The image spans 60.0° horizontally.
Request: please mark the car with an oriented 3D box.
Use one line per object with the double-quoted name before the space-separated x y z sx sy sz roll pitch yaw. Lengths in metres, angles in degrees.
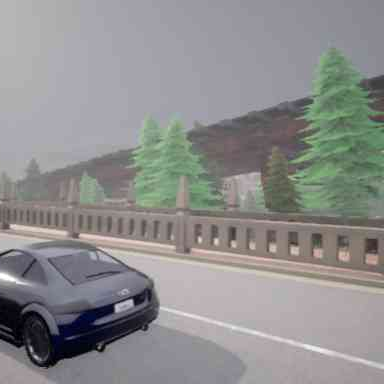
"car" -2.579 1.565 5.827 4.181 1.385 1.994 0 0 36
